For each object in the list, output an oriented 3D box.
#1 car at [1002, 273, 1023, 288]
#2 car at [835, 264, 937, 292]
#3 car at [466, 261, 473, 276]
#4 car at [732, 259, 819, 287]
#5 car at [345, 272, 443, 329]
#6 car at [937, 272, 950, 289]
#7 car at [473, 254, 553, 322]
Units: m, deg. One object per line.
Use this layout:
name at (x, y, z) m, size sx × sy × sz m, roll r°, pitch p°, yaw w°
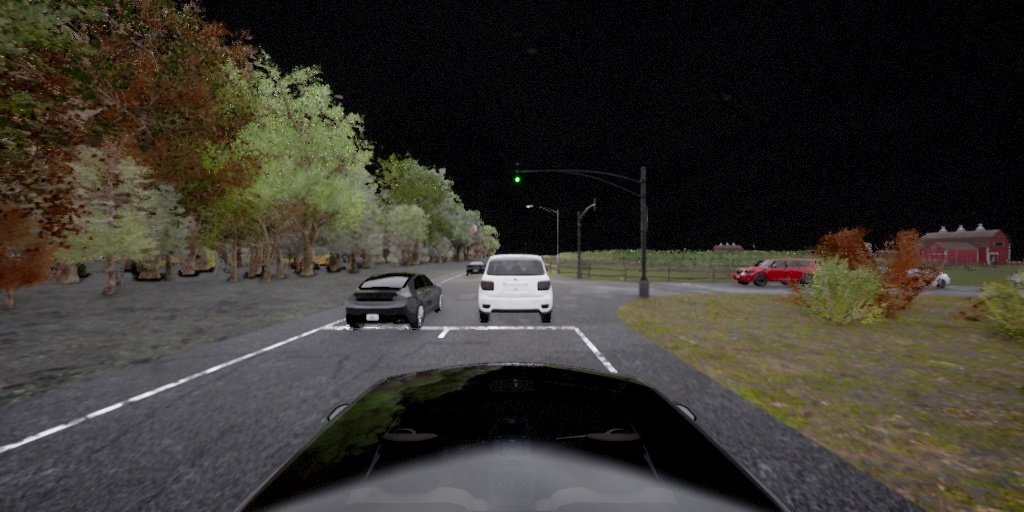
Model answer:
car at (39.571, 1.697, 26.549) m, size 4.902 × 1.511 × 2.128 m, roll 1°, pitch -1°, yaw 0°
car at (23.528, 1.325, 22.940) m, size 4.553 × 1.767 × 2.097 m, roll 1°, pitch -1°, yaw 0°
car at (-3.397, 1.188, 35.909) m, size 1.882 × 1.535 × 5.008 m, roll 0°, pitch 0°, yaw 0°
car at (19.558, 1.208, 26.656) m, size 5.566 × 2.045 × 2.150 m, roll 1°, pitch -1°, yaw 0°
car at (-3.400, 1.245, 11.166) m, size 1.837 × 1.490 × 4.892 m, roll 0°, pitch 0°, yaw 0°
car at (29.524, 1.621, 26.610) m, size 4.674 × 1.442 × 1.812 m, roll 1°, pitch -1°, yaw 0°
car at (0.102, 0.961, 12.349) m, size 2.150 × 2.045 × 5.566 m, roll 0°, pitch 0°, yaw 0°
